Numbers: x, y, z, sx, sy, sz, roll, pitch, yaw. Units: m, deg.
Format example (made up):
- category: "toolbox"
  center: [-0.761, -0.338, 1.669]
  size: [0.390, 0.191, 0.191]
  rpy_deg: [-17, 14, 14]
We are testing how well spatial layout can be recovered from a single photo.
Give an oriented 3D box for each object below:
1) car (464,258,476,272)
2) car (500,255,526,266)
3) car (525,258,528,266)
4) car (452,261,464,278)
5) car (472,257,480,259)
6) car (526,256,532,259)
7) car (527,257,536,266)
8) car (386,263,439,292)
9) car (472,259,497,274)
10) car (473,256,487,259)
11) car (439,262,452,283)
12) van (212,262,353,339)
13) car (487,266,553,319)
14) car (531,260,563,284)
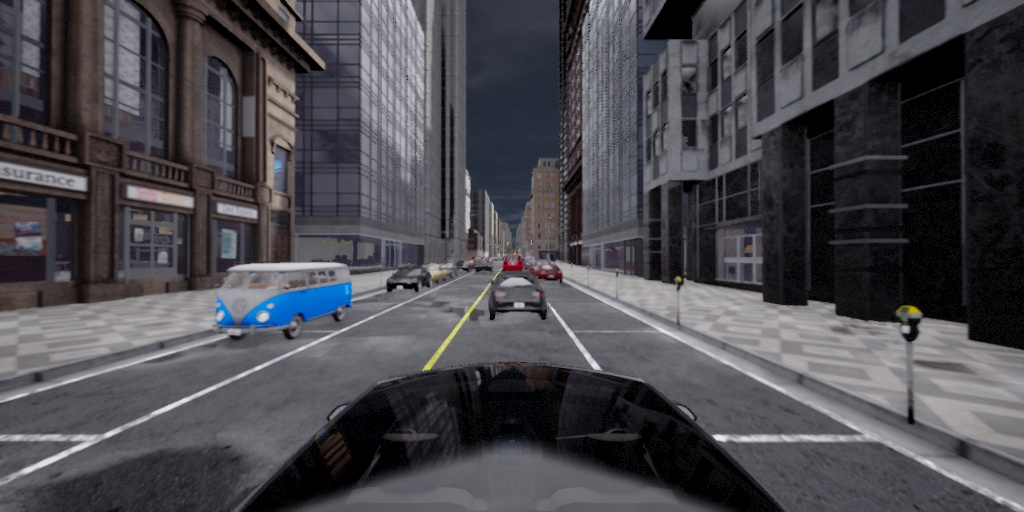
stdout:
- category: "car"
  center: [-5.854, 1.222, 43.397]
  size: [1.948, 1.339, 4.313]
  rpy_deg: [0, 0, 0]
- category: "car"
  center: [0.103, 0.887, 39.221]
  size: [2.150, 2.045, 5.566]
  rpy_deg: [0, 0, 0]
- category: "car"
  center: [2.671, 1.214, 37.766]
  size: [1.888, 1.381, 4.507]
  rpy_deg: [0, 0, 0]
- category: "car"
  center: [-5.855, 1.231, 32.149]
  size: [2.007, 1.370, 4.403]
  rpy_deg: [0, 0, 0]
- category: "car"
  center: [-5.854, 1.189, 49.022]
  size: [1.888, 1.381, 4.507]
  rpy_deg: [0, 0, 0]
- category: "car"
  center: [2.672, 1.085, 49.014]
  size: [1.967, 1.591, 4.097]
  rpy_deg: [0, 0, 0]
- category: "car"
  center: [2.671, 1.121, 32.141]
  size: [1.967, 1.591, 4.097]
  rpy_deg: [0, 0, 0]
- category: "car"
  center: [-5.856, 1.271, 20.899]
  size: [1.948, 1.339, 4.313]
  rpy_deg: [0, 0, 0]
- category: "car"
  center: [-3.027, 1.264, 40.140]
  size: [1.895, 1.301, 4.718]
  rpy_deg: [0, 0, 1]
- category: "car"
  center: [-5.853, 0.937, 60.271]
  size: [2.192, 1.841, 5.009]
  rpy_deg: [0, 0, 0]
- category: "car"
  center: [-5.855, 1.218, 26.354]
  size: [1.751, 1.417, 4.829]
  rpy_deg: [0, 0, 0]
- category: "van"
  center: [-5.856, 1.072, 9.650]
  size: [1.690, 1.789, 3.998]
  rpy_deg: [0, 0, 0]
- category: "car"
  center: [0.142, 1.251, 12.618]
  size: [1.812, 1.442, 4.674]
  rpy_deg: [0, 0, -2]
- category: "car"
  center: [2.671, 1.239, 26.517]
  size: [1.888, 1.381, 4.507]
  rpy_deg: [0, 0, 0]
